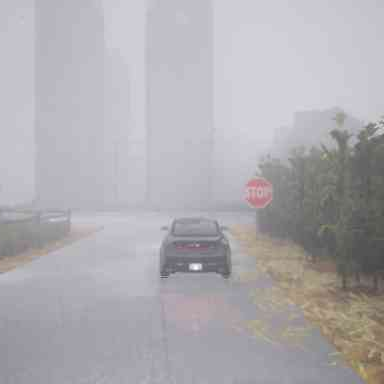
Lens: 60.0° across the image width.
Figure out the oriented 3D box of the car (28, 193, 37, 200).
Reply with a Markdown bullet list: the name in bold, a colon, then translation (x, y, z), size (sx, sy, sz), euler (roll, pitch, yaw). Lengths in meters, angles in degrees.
- **car**: translation (-37.285, 1.133, 79.789), size (3.866, 1.878, 1.905), euler (0, 0, 0)

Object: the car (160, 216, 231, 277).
- **car**: translation (0.088, 1.492, 10.166), size (1.837, 1.490, 4.892), euler (0, 0, 0)
